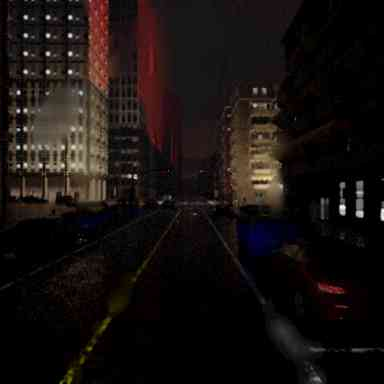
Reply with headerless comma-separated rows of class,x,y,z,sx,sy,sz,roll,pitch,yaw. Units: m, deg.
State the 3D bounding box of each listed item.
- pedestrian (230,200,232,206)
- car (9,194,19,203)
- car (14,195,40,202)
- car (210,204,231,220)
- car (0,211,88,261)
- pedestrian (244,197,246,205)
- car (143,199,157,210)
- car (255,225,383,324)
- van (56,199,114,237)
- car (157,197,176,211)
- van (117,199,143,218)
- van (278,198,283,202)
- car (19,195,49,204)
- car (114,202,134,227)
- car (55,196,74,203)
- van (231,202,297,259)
pedestrian,6.061,1.795,51.843,0.500,1.100,0.500,0,0,0
car,-32.359,1.031,57.217,5.009,1.841,2.192,1,-1,0
car,-32.457,1.329,65.590,4.206,1.307,1.802,1,-1,0
car,2.647,1.702,29.557,2.008,1.369,4.403,0,0,0
car,-5.708,1.629,12.600,1.947,1.339,4.313,0,0,0
pedestrian,8.062,1.602,51.247,0.375,1.860,0.375,0,0,0
car,-5.758,1.683,46.492,1.967,1.590,4.097,0,0,0
car,2.680,1.617,6.963,1.802,1.307,4.206,0,0,0
van,-5.717,1.433,18.250,1.690,1.788,3.998,0,0,0
car,-3.107,1.786,45.623,2.033,1.411,5.357,0,0,0
van,-5.733,1.493,29.547,1.690,1.788,3.998,0,0,0
van,16.848,2.007,57.256,3.998,1.788,1.690,1,-1,0
car,-26.790,1.405,57.230,4.206,1.307,1.802,1,-1,0
car,-5.725,1.672,23.897,2.008,1.369,4.403,0,0,0
car,-21.213,1.371,57.254,4.097,1.590,1.967,1,-1,0
van,2.672,1.405,12.613,1.690,1.788,3.998,0,0,0
